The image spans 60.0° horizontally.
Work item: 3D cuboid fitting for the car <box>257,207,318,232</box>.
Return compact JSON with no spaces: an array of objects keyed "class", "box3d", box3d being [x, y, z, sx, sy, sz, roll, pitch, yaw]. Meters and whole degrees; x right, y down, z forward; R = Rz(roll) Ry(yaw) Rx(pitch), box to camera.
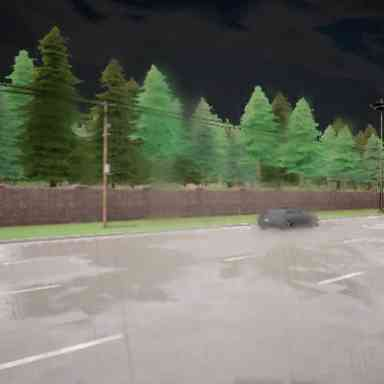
[{"class":"car","box3d":[6.088,1.648,20.979,4.181,1.385,1.994,0,0,-35]}]
